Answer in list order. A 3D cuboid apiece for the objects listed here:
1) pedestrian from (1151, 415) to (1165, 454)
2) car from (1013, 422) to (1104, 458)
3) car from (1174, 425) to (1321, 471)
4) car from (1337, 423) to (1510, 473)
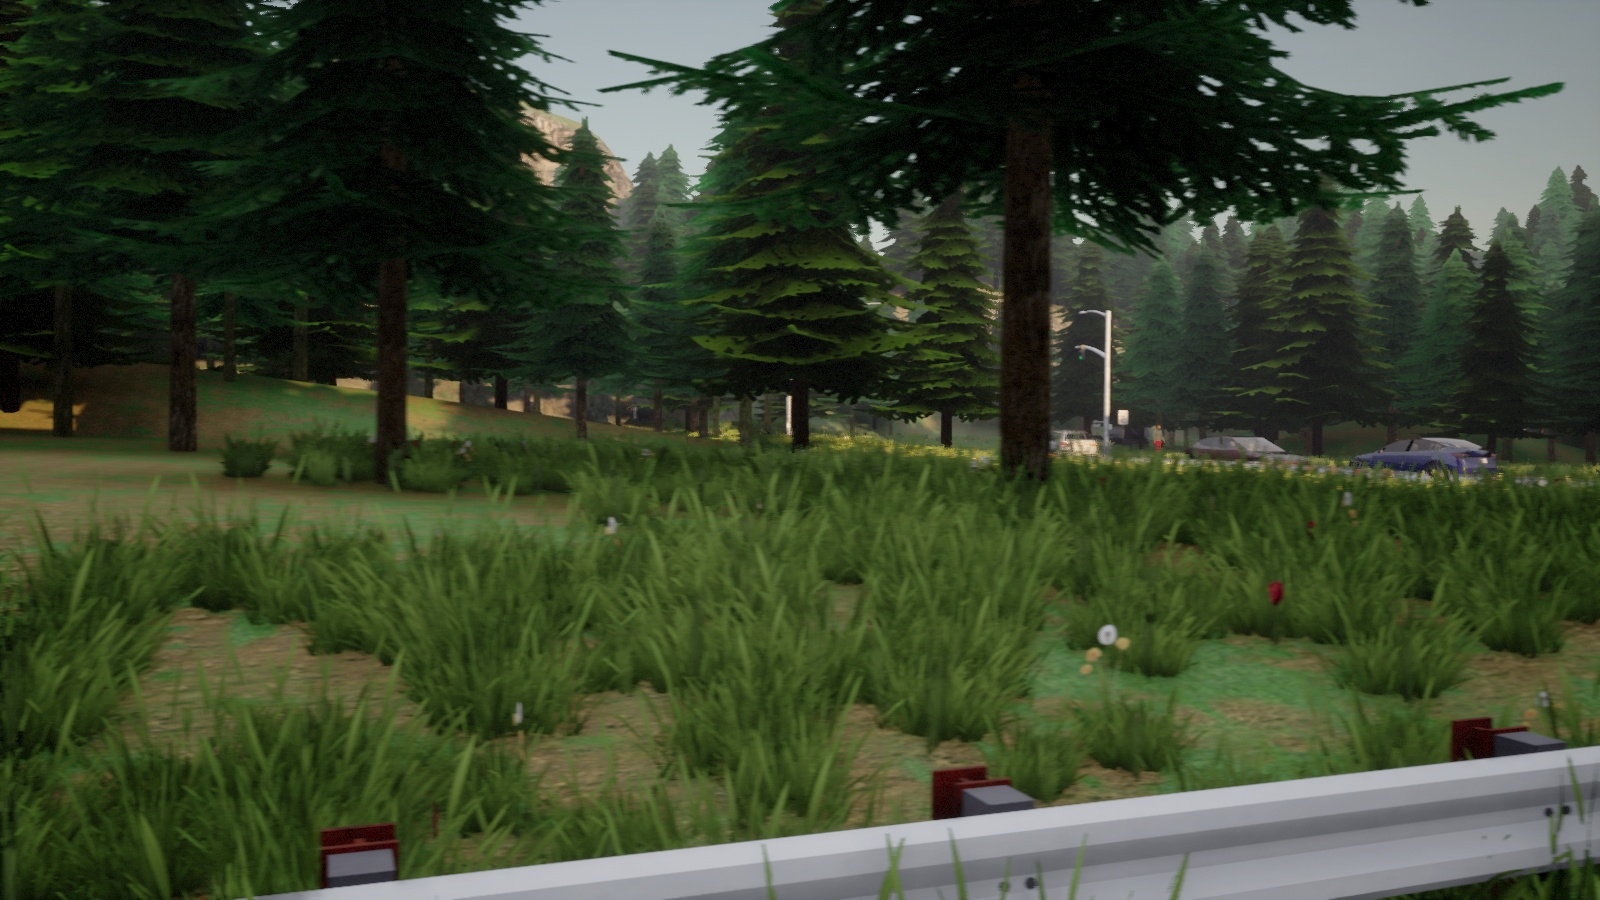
[{"bbox_3d":[17.310,-0.742,60.723,0.353,1.847,0.614,-1,1,-23],"label":"pedestrian"},{"bbox_3d":[12.480,-0.513,61.040,2.242,1.667,4.611,-1,1,-20],"label":"car"},{"bbox_3d":[15.273,-0.096,43.143,2.163,1.488,4.792,-1,1,-21],"label":"car"},{"bbox_3d":[20.016,-0.106,40.567,2.163,1.488,4.792,-1,1,-21],"label":"car"}]
